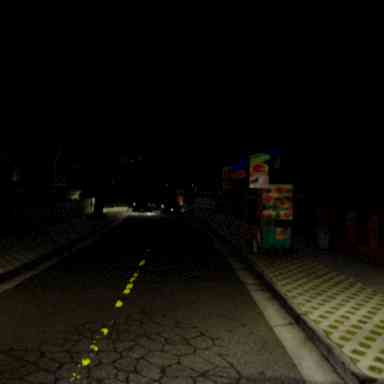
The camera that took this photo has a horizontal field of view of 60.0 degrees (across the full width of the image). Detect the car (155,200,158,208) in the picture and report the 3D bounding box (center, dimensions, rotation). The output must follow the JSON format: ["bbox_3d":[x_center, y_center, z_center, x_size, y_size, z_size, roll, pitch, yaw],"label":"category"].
[{"bbox_3d":[-4.109,1.576,47.205,2.033,1.411,5.357,0,0,-12],"label":"car"}]

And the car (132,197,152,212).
[{"bbox_3d":[-5.689,1.363,37.976,2.097,1.767,4.553,0,0,-9],"label":"car"}]

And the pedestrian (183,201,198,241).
[{"bbox_3d":[-0.049,1.283,15.121,0.375,1.860,0.375,-1,1,-11],"label":"pedestrian"}]

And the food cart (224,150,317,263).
[{"bbox_3d":[2.729,0.453,12.863,2.280,3.560,4.660,0,0,-3],"label":"food cart"}]

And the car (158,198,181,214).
[{"bbox_3d":[-2.277,1.506,34.985,1.837,1.490,4.892,0,0,-8],"label":"car"}]
